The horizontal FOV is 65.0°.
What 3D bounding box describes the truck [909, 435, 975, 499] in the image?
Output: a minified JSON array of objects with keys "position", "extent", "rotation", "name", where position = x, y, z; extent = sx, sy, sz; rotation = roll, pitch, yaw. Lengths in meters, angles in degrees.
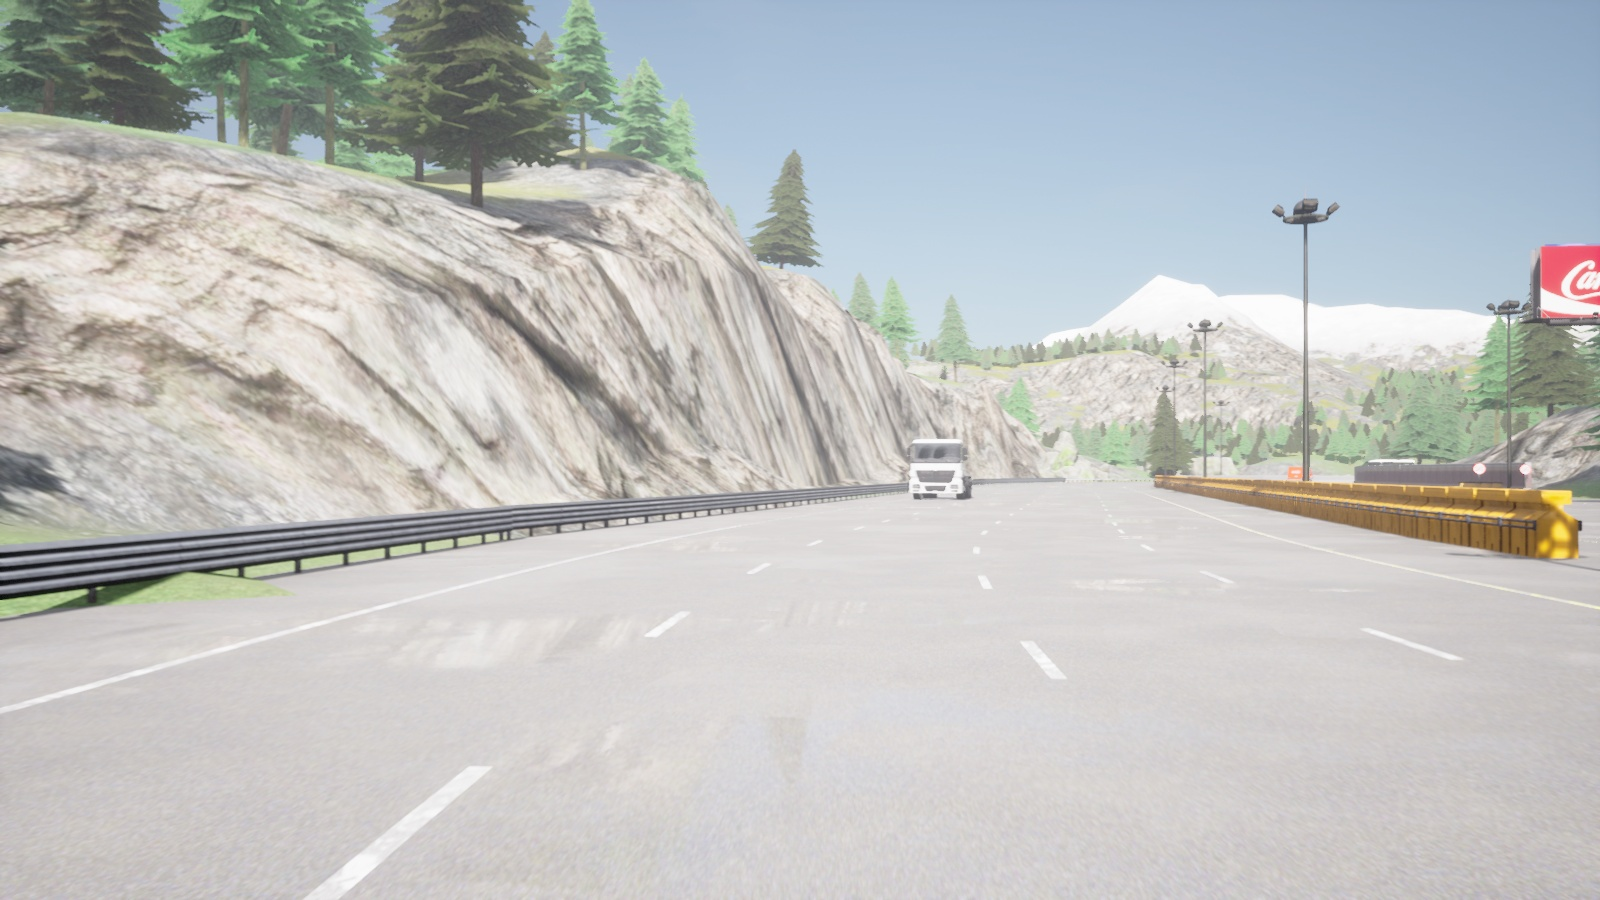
[{"position":[8.216,1.005,71.852],"extent":[2.891,3.462,7.936],"rotation":[0,-1,13],"name":"truck"}]
